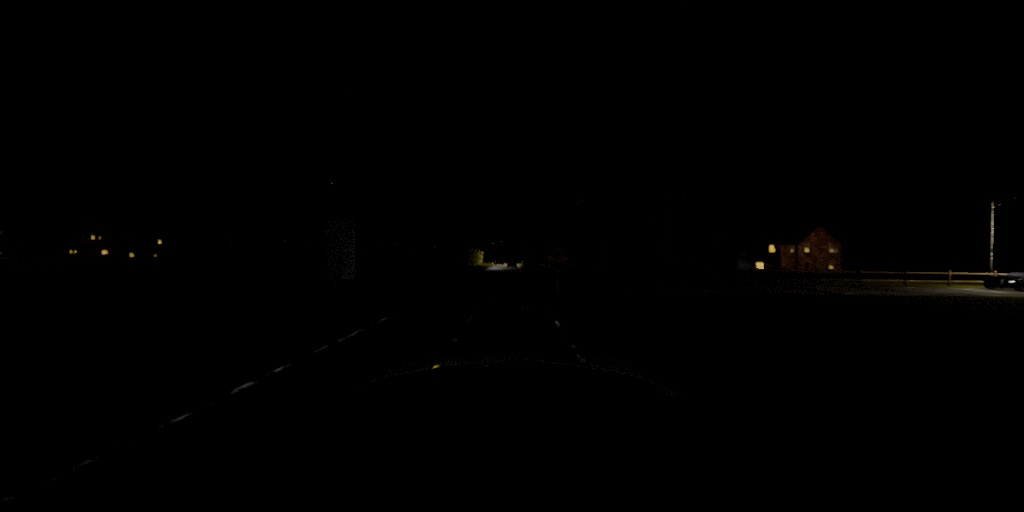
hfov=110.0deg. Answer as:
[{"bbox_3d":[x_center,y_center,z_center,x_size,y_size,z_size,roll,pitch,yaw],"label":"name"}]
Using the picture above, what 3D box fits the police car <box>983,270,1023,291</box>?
[{"bbox_3d":[39.118,1.888,27.336,4.974,1.542,2.038,1,0,0],"label":"police car"}]
